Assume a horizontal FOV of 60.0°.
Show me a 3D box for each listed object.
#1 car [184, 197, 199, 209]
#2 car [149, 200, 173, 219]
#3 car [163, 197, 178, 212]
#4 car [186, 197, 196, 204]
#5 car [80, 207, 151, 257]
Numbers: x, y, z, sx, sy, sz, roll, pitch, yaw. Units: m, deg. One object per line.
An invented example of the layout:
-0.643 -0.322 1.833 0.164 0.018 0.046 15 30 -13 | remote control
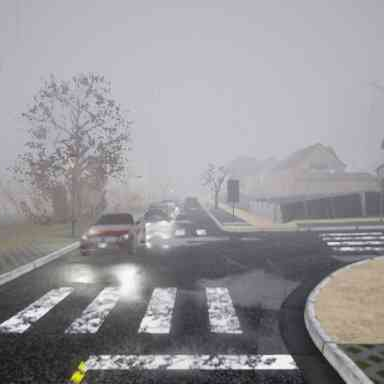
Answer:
-0.085 1.418 46.318 2.097 1.767 4.553 0 0 0 | car
-2.965 1.638 29.164 1.895 1.301 4.718 0 0 0 | car
-3.015 1.581 40.332 1.812 1.442 4.674 0 0 0 | car
-0.180 1.720 69.839 1.895 1.301 4.718 0 0 0 | car
-2.927 1.516 13.188 1.812 1.442 4.674 -1 -1 0 | car
